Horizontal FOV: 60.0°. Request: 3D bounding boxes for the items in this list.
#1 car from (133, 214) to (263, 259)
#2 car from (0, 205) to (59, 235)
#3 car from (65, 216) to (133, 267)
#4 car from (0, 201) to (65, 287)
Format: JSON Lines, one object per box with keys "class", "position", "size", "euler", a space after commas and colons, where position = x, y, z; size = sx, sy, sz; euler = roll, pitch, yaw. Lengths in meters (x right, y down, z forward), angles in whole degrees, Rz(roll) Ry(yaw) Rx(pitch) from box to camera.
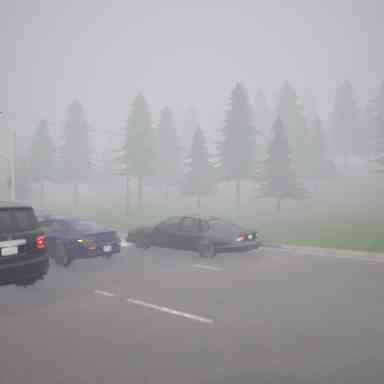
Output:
{"class": "car", "position": [-0.086, 1.561, 12.651], "size": [5.357, 1.411, 2.033], "euler": [0, 0, 35]}
{"class": "car", "position": [-10.537, 1.585, 20.101], "size": [5.357, 1.411, 2.033], "euler": [0, 0, 35]}
{"class": "car", "position": [-4.447, 1.544, 11.460], "size": [4.674, 1.442, 1.812], "euler": [0, 0, 36]}
{"class": "car", "position": [-5.776, 1.241, 8.104], "size": [5.566, 2.045, 2.150], "euler": [0, 0, 35]}
